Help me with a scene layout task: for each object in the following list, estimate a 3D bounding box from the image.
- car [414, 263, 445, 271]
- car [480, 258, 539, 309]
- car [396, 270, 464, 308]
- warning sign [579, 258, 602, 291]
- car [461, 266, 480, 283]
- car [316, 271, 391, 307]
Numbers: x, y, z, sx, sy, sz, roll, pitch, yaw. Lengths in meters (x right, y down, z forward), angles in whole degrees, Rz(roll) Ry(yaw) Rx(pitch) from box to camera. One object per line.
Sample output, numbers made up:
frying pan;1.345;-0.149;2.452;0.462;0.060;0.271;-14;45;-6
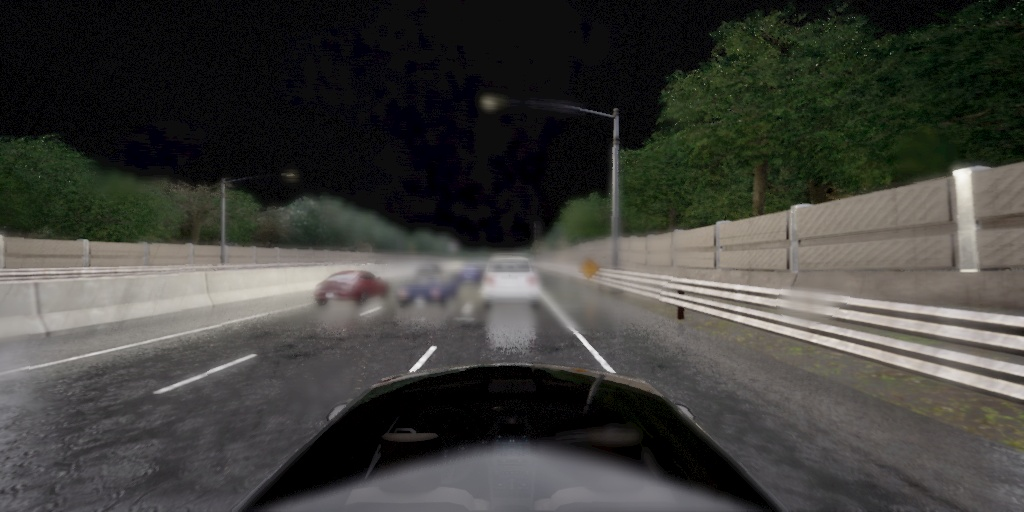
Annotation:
car;-7.021;1.534;31.145;1.837;1.490;4.892;0;0;0
car;-0.011;1.099;15.879;2.150;2.045;5.566;0;0;0
car;-3.510;1.484;15.951;1.895;1.301;4.718;0;0;0
warning sign;4.534;1.043;20.725;1.300;1.860;1.060;0;0;0
car;-3.520;1.553;31.232;1.812;1.442;4.674;0;0;0
car;-7.007;1.412;16.241;1.812;1.442;4.674;0;0;0
